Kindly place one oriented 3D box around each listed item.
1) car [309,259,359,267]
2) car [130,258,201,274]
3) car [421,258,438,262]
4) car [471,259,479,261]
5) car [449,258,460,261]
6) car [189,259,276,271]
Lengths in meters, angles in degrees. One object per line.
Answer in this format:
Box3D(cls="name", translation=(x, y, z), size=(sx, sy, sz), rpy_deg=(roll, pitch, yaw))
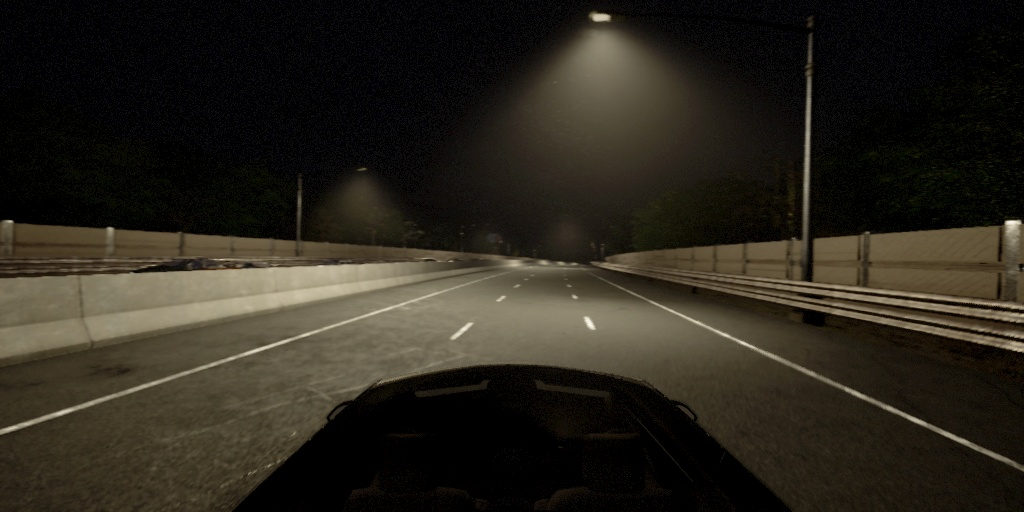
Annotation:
Box3D(cls="car", translation=(-12.053, 0.962, 24.159), size=(2.128, 1.511, 4.902), rpy_deg=(1, 0, 7))
Box3D(cls="car", translation=(-19.395, 0.841, 21.639), size=(2.033, 1.411, 5.357), rpy_deg=(1, 0, 7))
Box3D(cls="car", translation=(-14.100, 1.101, 61.200), size=(1.994, 1.385, 4.181), rpy_deg=(1, 0, 9))
Box3D(cls="car", translation=(-6.560, 1.253, 64.228), size=(1.837, 1.490, 4.892), rpy_deg=(1, 0, 9))
Box3D(cls="car", translation=(-10.292, 1.178, 62.977), size=(1.837, 1.490, 4.892), rpy_deg=(1, 0, 9))
Box3D(cls="car", translation=(-15.910, 0.978, 21.388), size=(1.895, 1.301, 4.718), rpy_deg=(1, 0, 7))
